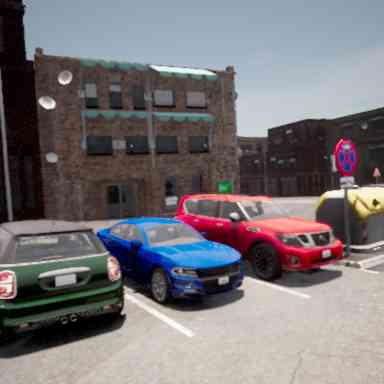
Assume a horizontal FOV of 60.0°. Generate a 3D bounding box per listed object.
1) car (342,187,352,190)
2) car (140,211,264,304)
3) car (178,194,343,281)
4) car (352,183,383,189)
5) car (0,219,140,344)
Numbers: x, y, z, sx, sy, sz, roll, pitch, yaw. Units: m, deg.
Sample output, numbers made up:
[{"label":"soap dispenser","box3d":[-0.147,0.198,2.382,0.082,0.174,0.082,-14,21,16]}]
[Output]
[{"label":"car","box3d":[16.750,0.181,35.180,1.812,1.442,4.674,-4,0,-21]},{"label":"car","box3d":[-0.848,1.426,8.406,2.097,1.535,5.008,-1,1,-36]},{"label":"car","box3d":[1.564,1.106,10.086,2.435,2.045,5.566,-1,1,-36]},{"label":"car","box3d":[15.712,0.141,27.136,2.097,1.767,4.553,-4,1,-10]},{"label":"car","box3d":[-3.131,1.343,6.732,2.185,1.767,4.553,-1,0,-36]}]
